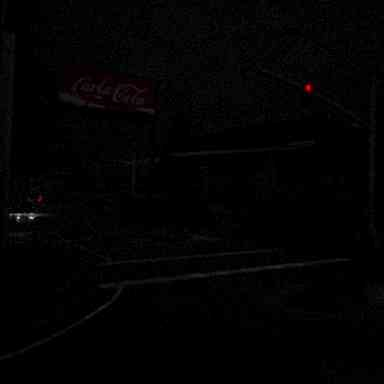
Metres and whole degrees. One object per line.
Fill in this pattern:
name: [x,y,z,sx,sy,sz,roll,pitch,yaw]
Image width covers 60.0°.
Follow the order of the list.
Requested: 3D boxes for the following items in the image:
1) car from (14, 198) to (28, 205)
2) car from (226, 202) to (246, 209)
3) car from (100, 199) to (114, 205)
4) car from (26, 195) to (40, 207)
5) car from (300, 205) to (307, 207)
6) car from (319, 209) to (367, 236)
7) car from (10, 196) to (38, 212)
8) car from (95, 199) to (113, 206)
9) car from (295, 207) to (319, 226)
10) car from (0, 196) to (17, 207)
car: [-34.676,1.865,67.429,1.994,1.385,4.181,2,-2,-34]
car: [10.528,3.411,80.636,1.845,1.501,3.633,3,-2,-34]
car: [-20.749,2.429,80.843,1.970,1.475,3.806,3,-2,-34]
car: [-27.637,1.513,57.259,2.150,2.045,5.566,2,-2,-34]
car: [24.632,3.835,80.978,2.152,1.636,5.027,3,-2,-34]
car: [11.650,2.220,24.752,3.866,1.878,1.905,3,-2,-34]
car: [-20.611,1.640,40.468,1.837,1.490,4.892,2,-1,-36]
car: [-19.797,2.350,72.956,2.007,1.523,4.514,3,-2,-34]
car: [12.030,2.553,31.869,4.611,1.667,2.242,3,-2,-34]
car: [-29.949,1.510,54.147,2.097,1.767,4.553,2,-1,-34]
